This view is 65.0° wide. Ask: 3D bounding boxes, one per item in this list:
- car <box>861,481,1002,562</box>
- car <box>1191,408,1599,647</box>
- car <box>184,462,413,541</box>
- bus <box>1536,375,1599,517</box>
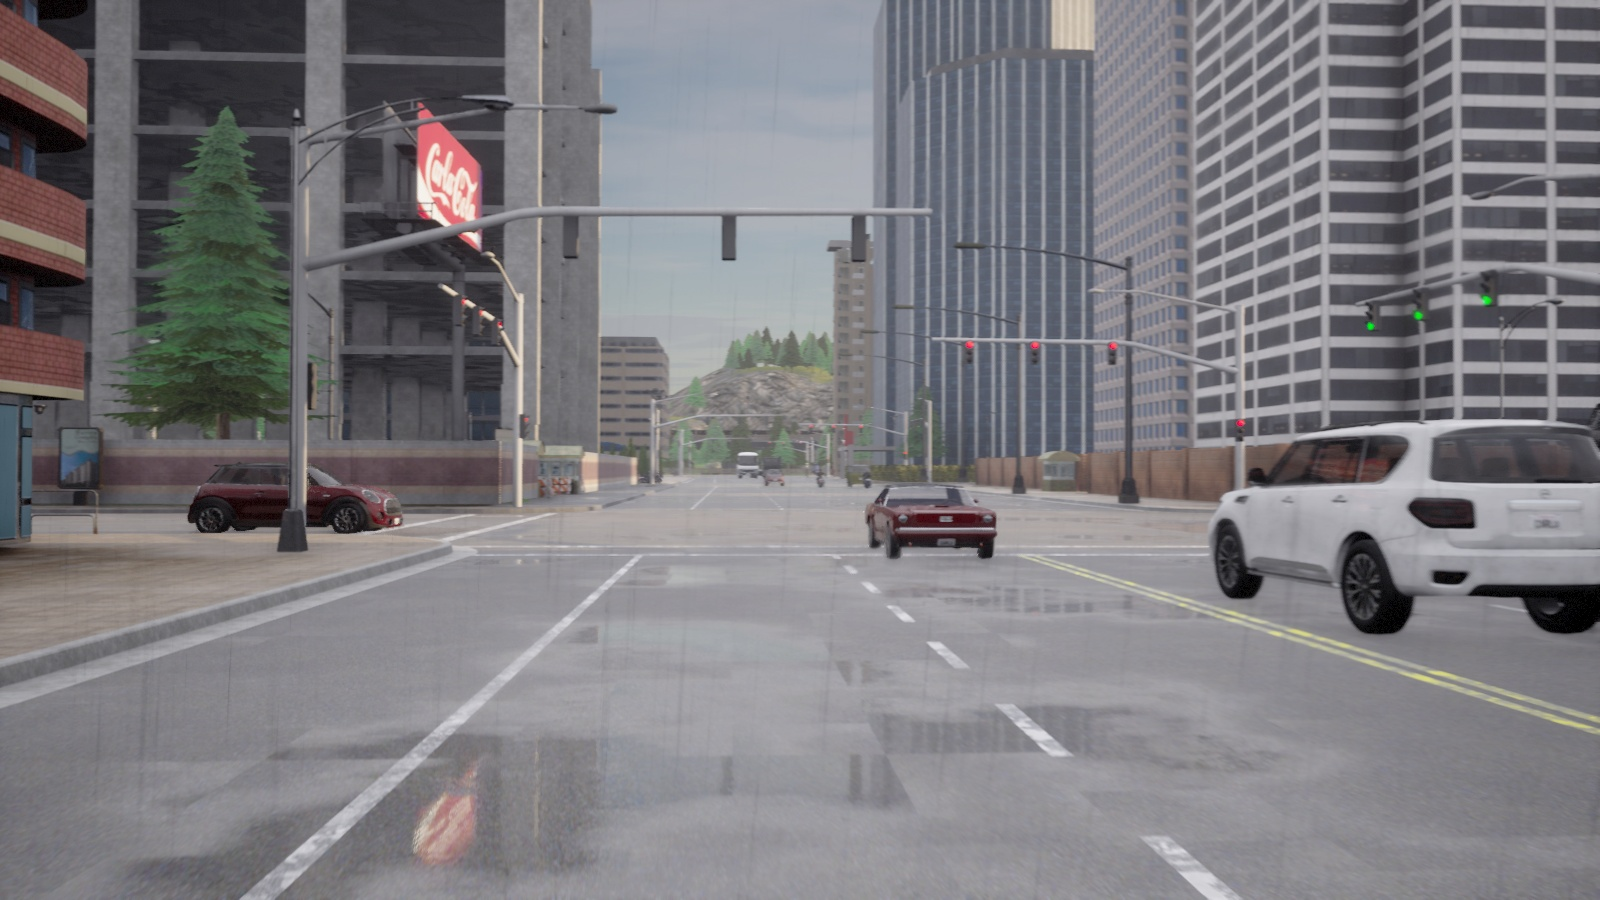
[{"bbox_3d":[2.310,1.254,23.346,1.895,1.301,4.718,0,-1,-3],"label":"car"},{"bbox_3d":[6.325,0.705,13.632,2.150,2.045,5.566,0,-1,-3],"label":"car"},{"bbox_3d":[-11.680,1.176,29.512,4.553,1.767,2.097,0,-1,-3],"label":"car"},{"bbox_3d":[29.071,-0.124,38.926,10.273,4.253,3.944,0,-1,-3],"label":"bus"}]
